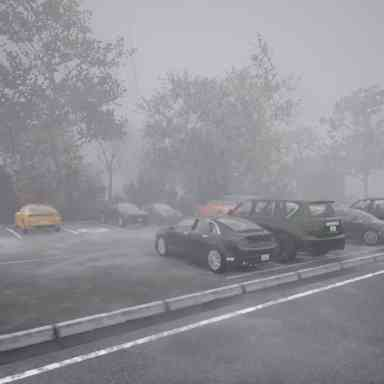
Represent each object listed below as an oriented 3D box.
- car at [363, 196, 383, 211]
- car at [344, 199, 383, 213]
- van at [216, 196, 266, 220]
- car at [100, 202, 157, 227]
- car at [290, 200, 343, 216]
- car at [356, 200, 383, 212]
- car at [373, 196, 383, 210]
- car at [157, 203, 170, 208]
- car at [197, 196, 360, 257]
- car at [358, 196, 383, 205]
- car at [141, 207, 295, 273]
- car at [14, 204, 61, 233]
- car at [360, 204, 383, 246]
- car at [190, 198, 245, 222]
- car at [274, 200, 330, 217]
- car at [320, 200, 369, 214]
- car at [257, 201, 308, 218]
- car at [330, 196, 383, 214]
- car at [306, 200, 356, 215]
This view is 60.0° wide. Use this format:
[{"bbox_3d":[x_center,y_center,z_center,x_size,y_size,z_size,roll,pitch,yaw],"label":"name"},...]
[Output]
[{"bbox_3d":[26.994,1.576,45.729,2.435,2.045,5.566,1,-1,-36],"label":"car"},{"bbox_3d":[22.448,1.765,42.510,2.097,1.535,5.008,1,0,-36],"label":"car"},{"bbox_3d":[4.246,1.331,29.659,1.878,1.987,4.442,1,0,-35],"label":"van"},{"bbox_3d":[-4.760,1.482,23.107,2.097,1.535,5.008,0,0,-35],"label":"car"},{"bbox_3d":[13.385,1.658,36.033,2.097,1.535,5.008,1,0,-36],"label":"car"},{"bbox_3d":[24.611,1.833,44.058,2.002,1.452,4.674,1,0,-36],"label":"car"},{"bbox_3d":[29.159,1.609,47.277,2.435,2.045,5.566,1,-1,-36],"label":"car"},{"bbox_3d":[-2.489,1.537,24.721,2.002,1.452,4.674,0,0,-35],"label":"car"},{"bbox_3d":[2.807,1.232,12.467,2.435,2.045,5.566,0,0,-35],"label":"car"},{"bbox_3d":[9.657,1.283,17.346,2.435,2.045,5.566,1,0,-35],"label":"car"},{"bbox_3d":[0.544,1.474,10.814,2.231,1.521,4.892,0,0,-35],"label":"car"},{"bbox_3d":[-9.291,1.465,19.870,2.097,1.535,5.008,0,0,-35],"label":"car"},{"bbox_3d":[7.384,1.514,15.699,2.231,1.521,4.892,1,0,-35],"label":"car"},{"bbox_3d":[2.067,1.409,27.925,2.185,1.767,4.553,1,0,-35],"label":"car"},{"bbox_3d":[11.222,1.629,34.267,1.946,1.575,5.366,1,0,-36],"label":"car"},{"bbox_3d":[17.896,1.738,39.299,2.163,1.488,4.792,1,0,-36],"label":"car"},{"bbox_3d":[8.849,1.647,32.798,2.002,1.452,4.674,1,0,-36],"label":"car"},{"bbox_3d":[20.196,1.484,40.872,2.435,2.045,5.566,1,0,-36],"label":"car"},{"bbox_3d":[15.664,1.713,37.633,2.163,1.488,4.792,1,0,-36],"label":"car"}]
